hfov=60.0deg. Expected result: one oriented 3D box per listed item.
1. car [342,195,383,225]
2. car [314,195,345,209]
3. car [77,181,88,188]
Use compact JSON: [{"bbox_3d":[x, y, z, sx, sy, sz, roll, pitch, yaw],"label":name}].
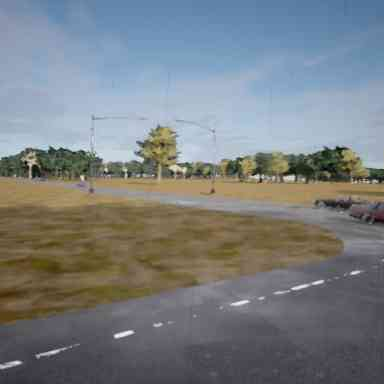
[{"bbox_3d":[11.215,1.204,17.759,2.033,1.411,5.357,-1,4,-33],"label":"car"},{"bbox_3d":[12.741,0.931,27.945,1.895,1.301,4.718,0,2,-34],"label":"car"},{"bbox_3d":[-25.536,-1.767,77.310,1.837,1.490,4.892,0,2,-30],"label":"car"}]
